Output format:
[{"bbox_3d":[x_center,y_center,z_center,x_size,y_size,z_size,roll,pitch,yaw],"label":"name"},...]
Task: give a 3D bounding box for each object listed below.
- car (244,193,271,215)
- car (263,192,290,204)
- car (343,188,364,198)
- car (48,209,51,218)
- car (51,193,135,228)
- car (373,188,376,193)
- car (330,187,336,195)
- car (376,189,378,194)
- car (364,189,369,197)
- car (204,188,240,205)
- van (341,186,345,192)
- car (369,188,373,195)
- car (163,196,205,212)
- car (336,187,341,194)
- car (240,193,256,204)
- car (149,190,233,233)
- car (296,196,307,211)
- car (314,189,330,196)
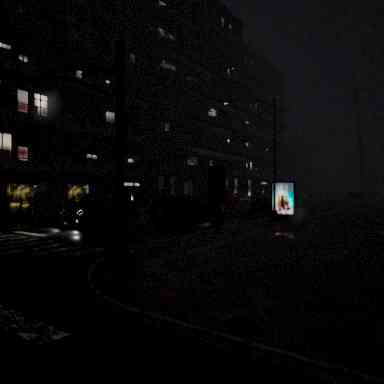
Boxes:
[{"bbox_3d":[6.233,1.069,26.818,1.947,1.339,4.313,1,2,35],"label":"car"},{"bbox_3d":[11.261,0.695,44.019,1.812,1.442,4.674,0,1,35],"label":"car"},{"bbox_3d":[28.536,0.308,58.604,1.887,1.381,4.507,1,2,35],"label":"car"},{"bbox_3d":[-7.032,1.009,22.492,2.192,1.841,5.009,1,2,35],"label":"car"},{"bbox_3d":[-5.642,1.075,19.996,2.097,1.767,4.553,0,1,35],"label":"car"},{"bbox_3d":[38.093,-0.012,72.227,1.887,1.381,4.507,1,2,35],"label":"car"},{"bbox_3d":[31.189,-0.028,76.978,1.887,1.381,4.507,2,2,35],"label":"car"},{"bbox_3d":[44.464,-0.221,81.309,2.008,1.369,4.403,1,2,35],"label":"car"},{"bbox_3d":[31.721,0.098,63.142,1.967,1.590,4.097,1,2,35],"label":"car"},{"bbox_3d":[1.924,0.699,30.778,2.150,2.045,5.566,0,1,35],"label":"car"},{"bbox_3d":[37.561,-0.446,86.052,1.690,1.788,3.998,2,2,35],"label":"van"},{"bbox_3d":[34.907,0.095,67.686,1.887,1.381,4.507,1,2,35],"label":"car"},{"bbox_3d":[-0.663,1.069,31.579,1.802,1.307,4.206,2,2,35],"label":"car"},{"bbox_3d":[34.376,-0.240,81.515,1.967,1.590,4.097,2,2,35],"label":"car"},{"bbox_3d":[5.707,0.828,40.659,2.008,1.369,4.403,2,2,35],"label":"car"},{"bbox_3d":[-0.137,1.026,17.730,2.192,1.841,5.009,1,2,35],"label":"car"},{"bbox_3d":[9.419,0.964,31.359,1.947,1.339,4.313,1,2,35],"label":"car"},{"bbox_3d":[28.004,-0.025,72.434,1.967,1.590,4.097,2,2,35],"label":"car"}]
